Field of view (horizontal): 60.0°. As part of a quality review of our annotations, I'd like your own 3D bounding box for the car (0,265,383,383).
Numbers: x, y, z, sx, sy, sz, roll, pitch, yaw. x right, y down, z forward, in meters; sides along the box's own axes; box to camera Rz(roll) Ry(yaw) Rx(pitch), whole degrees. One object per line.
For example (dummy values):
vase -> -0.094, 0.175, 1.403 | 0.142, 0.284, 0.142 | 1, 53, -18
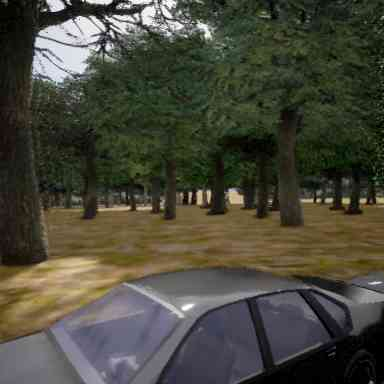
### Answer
car -> 0.041, 1.537, 3.185 | 5.357, 1.411, 2.033 | 0, 0, -35
